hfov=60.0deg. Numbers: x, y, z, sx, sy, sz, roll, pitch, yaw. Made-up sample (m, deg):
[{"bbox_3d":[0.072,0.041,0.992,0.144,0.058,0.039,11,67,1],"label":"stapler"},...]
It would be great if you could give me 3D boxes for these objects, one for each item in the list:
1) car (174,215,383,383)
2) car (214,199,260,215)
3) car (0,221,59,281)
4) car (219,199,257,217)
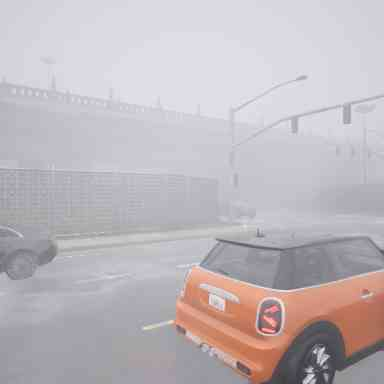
[{"bbox_3d":[2.045,1.352,5.245,4.553,1.767,2.097,0,0,-35],"label":"car"},{"bbox_3d":[4.683,1.533,35.465,1.882,1.535,5.008,0,0,-35],"label":"car"},{"bbox_3d":[-5.950,1.491,8.317,4.902,1.511,2.128,0,0,-35],"label":"car"},{"bbox_3d":[3.799,1.560,30.679,1.837,1.490,4.892,0,0,-36],"label":"car"}]
